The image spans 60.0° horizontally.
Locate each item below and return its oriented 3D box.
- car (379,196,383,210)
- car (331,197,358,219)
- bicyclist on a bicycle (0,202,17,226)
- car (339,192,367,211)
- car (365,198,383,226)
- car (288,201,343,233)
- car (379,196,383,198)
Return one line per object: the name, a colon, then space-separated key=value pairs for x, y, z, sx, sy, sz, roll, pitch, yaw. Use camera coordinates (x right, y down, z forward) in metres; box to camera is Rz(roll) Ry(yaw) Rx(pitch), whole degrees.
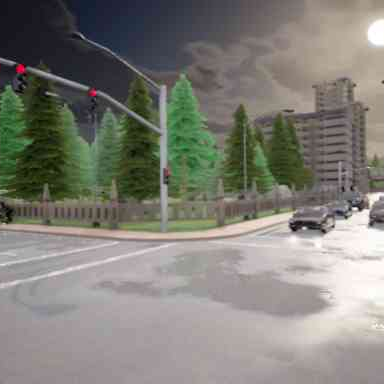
car: x=22.564 y=1.189 z=38.051 sx=1.837 sy=1.490 sz=4.892 roll=-1 pitch=0 yaw=31
car: x=12.297 y=1.375 z=27.904 sx=2.033 sy=1.411 sz=5.357 roll=-1 pitch=0 yaw=31
bicyclist on a bicycle: x=-12.630 y=1.472 z=22.537 sx=0.582 sy=1.620 sz=1.656 roll=-1 pitch=0 yaw=31
car: x=17.571 y=0.975 z=36.605 sx=2.150 sy=2.045 sz=5.566 roll=-1 pitch=0 yaw=31
car: x=12.436 y=1.331 z=21.345 sx=1.837 sy=1.490 sz=4.892 roll=-1 pitch=0 yaw=31
car: x=7.108 y=1.447 z=19.269 sx=2.033 sy=1.411 sz=5.357 roll=-1 pitch=0 yaw=31
car: x=17.144 y=1.112 z=29.159 sx=2.097 sy=1.767 sz=4.553 roll=-1 pitch=0 yaw=31
